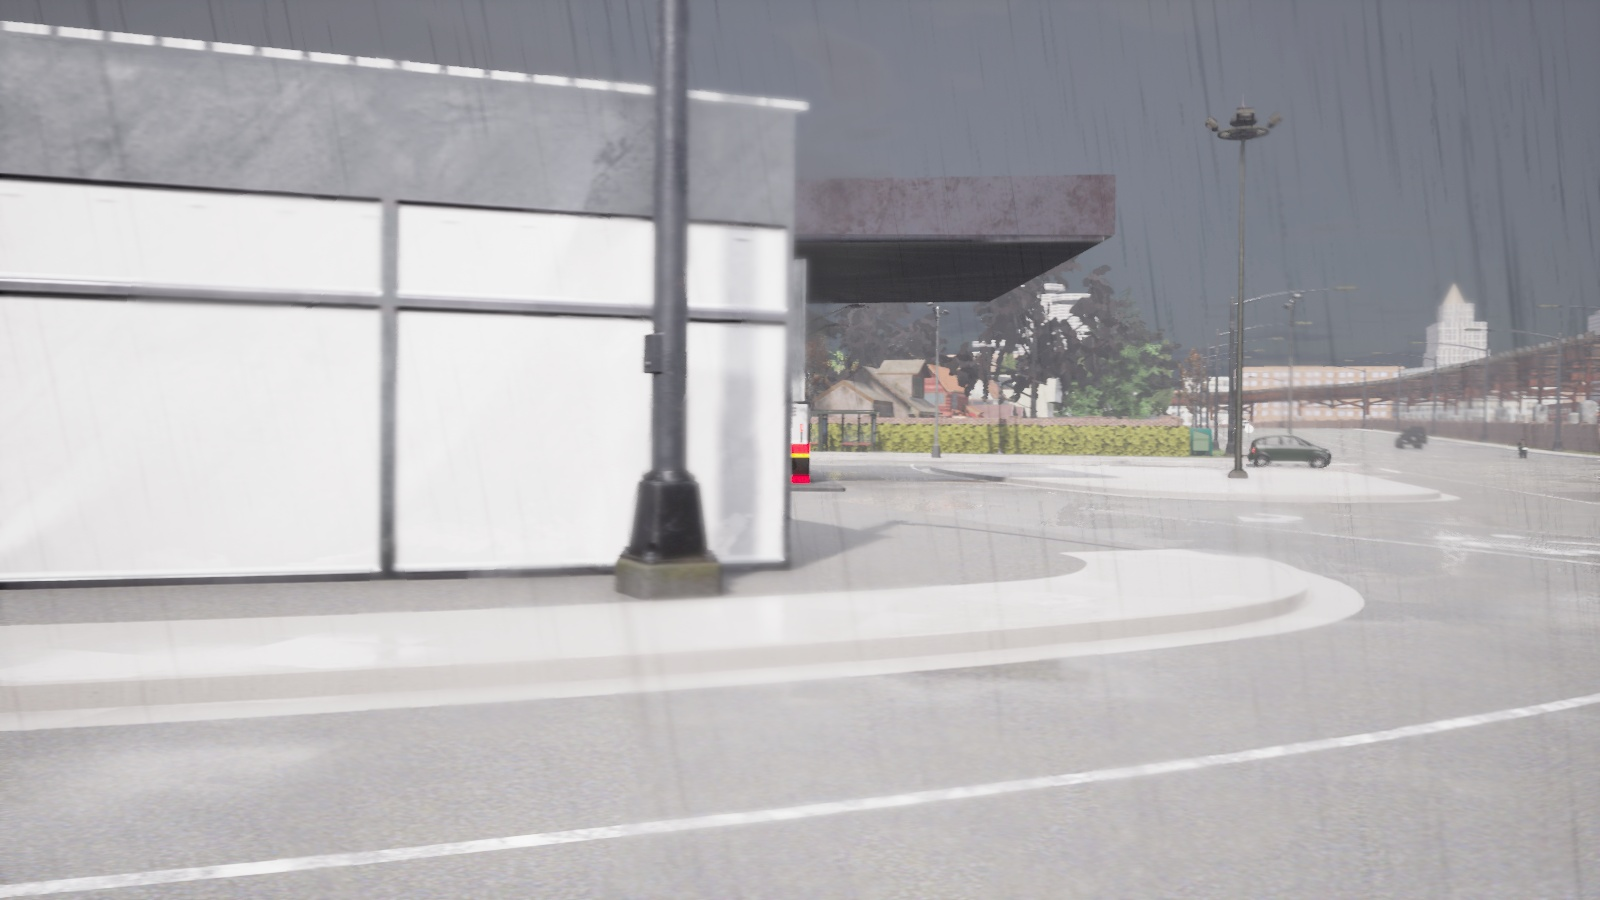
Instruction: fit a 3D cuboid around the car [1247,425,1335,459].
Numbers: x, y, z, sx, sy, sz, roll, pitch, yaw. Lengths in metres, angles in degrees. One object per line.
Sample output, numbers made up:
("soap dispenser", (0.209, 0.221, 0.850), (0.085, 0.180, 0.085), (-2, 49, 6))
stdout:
("car", (23.302, -0.395, 59.709), (3.705, 1.549, 1.789), (-1, 1, 16))
